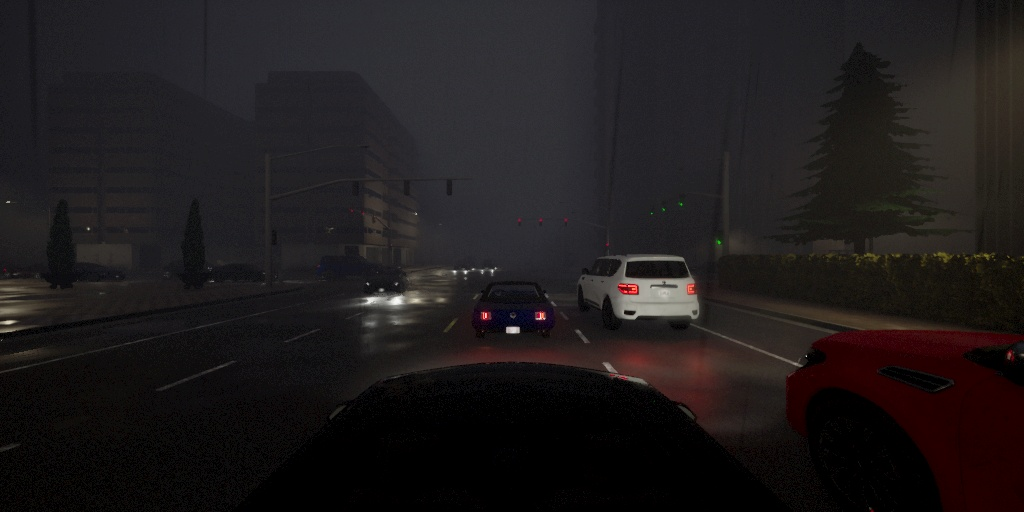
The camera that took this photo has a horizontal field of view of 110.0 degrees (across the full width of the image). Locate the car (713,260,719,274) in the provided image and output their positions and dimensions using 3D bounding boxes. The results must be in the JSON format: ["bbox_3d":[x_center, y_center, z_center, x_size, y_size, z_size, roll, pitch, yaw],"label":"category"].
[{"bbox_3d":[20.828,1.228,37.607,5.008,1.535,1.882,0,0,1],"label":"car"}]

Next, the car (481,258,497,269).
[{"bbox_3d":[-3.666,1.255,55.456,1.837,1.490,4.892,0,0,0],"label":"car"}]

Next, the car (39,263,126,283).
[{"bbox_3d":[-32.440,1.276,27.368,4.674,1.442,1.812,0,0,0],"label":"car"}]

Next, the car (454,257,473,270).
[{"bbox_3d":[-7.147,1.276,51.544,1.812,1.442,4.674,0,0,0],"label":"car"}]

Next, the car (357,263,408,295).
[{"bbox_3d":[-6.956,1.297,20.345,2.033,1.411,5.357,0,0,-11],"label":"car"}]

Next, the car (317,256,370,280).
[{"bbox_3d":[-13.659,0.974,30.705,5.566,2.045,2.150,0,0,1],"label":"car"}]

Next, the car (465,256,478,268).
[{"bbox_3d":[-7.156,0.971,61.241,2.150,2.045,5.566,0,0,0],"label":"car"}]

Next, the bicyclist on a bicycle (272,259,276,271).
[{"bbox_3d":[-28.690,1.051,42.820,0.582,1.620,1.656,0,0,0],"label":"bicyclist on a bicycle"}]

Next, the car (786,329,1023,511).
[{"bbox_3d":[3.601,0.971,0.917,2.150,2.045,5.566,0,0,0],"label":"car"}]

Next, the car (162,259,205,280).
[{"bbox_3d":[-27.091,1.101,30.822,4.553,1.767,2.097,0,0,1],"label":"car"}]

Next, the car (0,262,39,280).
[{"bbox_3d":[-40.827,1.315,30.950,4.181,1.385,1.994,0,0,0],"label":"car"}]

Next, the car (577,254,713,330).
[{"bbox_3d":[3.576,0.971,11.278,2.150,2.045,5.566,0,0,-2],"label":"car"}]

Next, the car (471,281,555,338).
[{"bbox_3d":[0.046,1.351,10.150,1.895,1.301,4.718,0,0,0],"label":"car"}]

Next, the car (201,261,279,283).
[{"bbox_3d":[-20.320,1.276,27.262,4.674,1.442,1.812,0,0,0],"label":"car"}]
